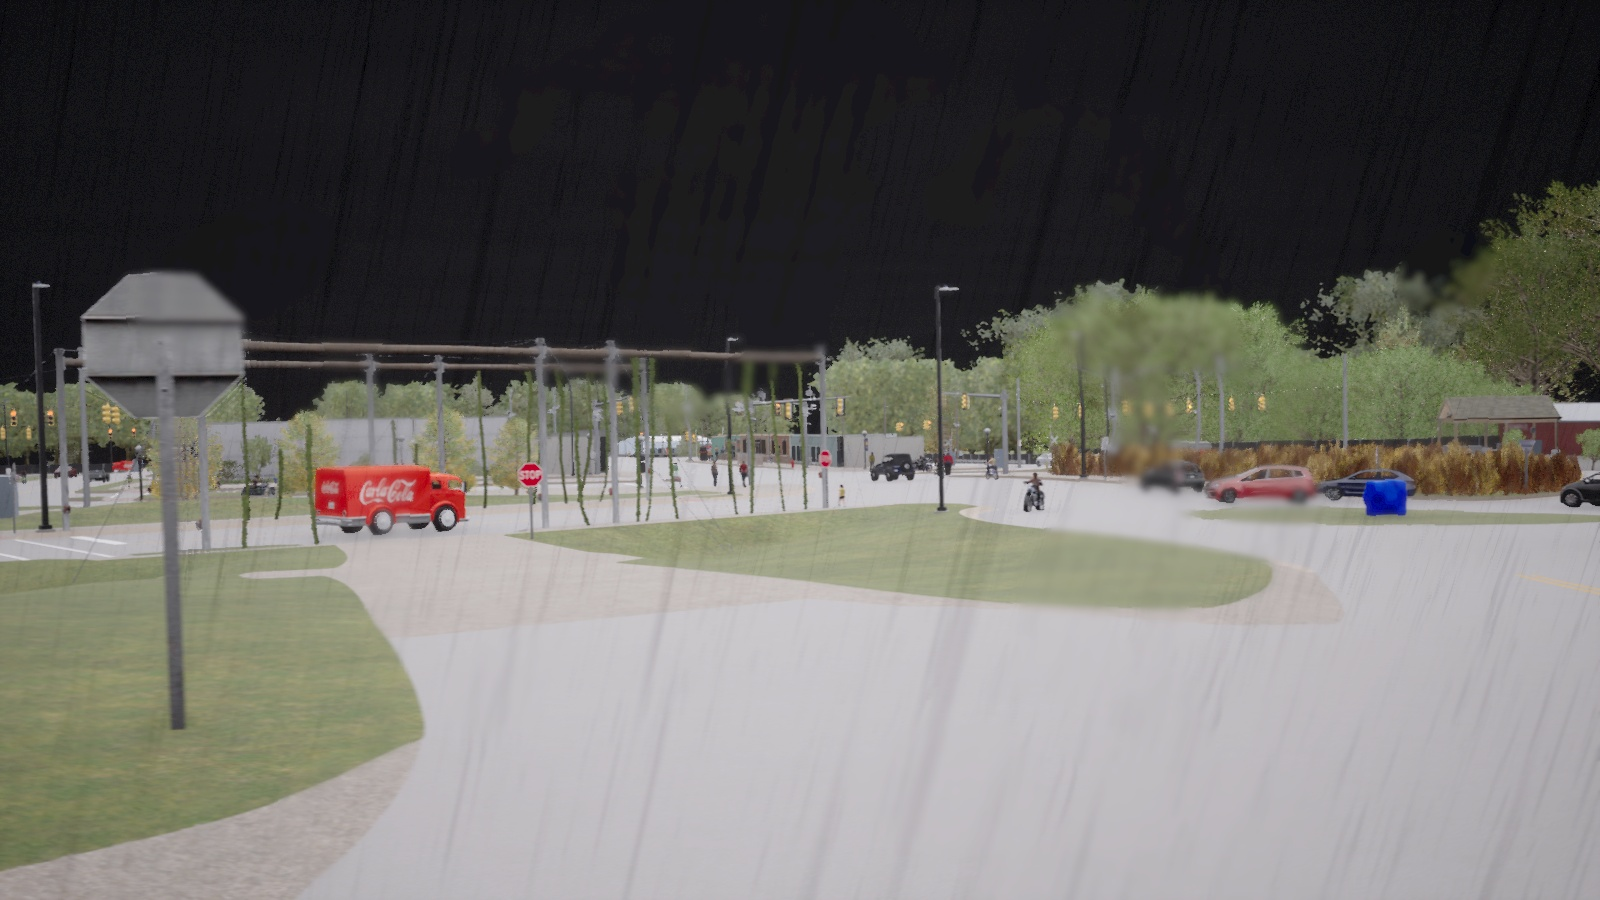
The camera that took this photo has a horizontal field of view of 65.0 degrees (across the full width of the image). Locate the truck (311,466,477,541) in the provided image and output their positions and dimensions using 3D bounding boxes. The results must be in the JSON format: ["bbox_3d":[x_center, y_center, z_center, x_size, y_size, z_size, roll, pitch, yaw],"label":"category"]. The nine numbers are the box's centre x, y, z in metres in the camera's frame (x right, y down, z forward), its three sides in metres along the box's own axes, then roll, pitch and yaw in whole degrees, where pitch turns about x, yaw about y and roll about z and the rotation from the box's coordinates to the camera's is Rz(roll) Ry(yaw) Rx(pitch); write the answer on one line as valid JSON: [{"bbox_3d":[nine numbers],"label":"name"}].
[{"bbox_3d":[-15.012,1.908,46.658,2.627,2.467,5.204,0,1,42],"label":"truck"}]

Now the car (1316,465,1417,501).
[{"bbox_3d":[26.138,1.508,57.987,4.193,1.474,1.816,1,2,26],"label":"car"}]

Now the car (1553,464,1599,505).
[{"bbox_3d":[33.302,1.398,51.346,1.851,1.617,3.988,-1,0,-21],"label":"car"}]

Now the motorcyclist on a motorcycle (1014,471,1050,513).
[{"bbox_3d":[9.472,1.684,51.158,0.766,1.649,2.350,0,0,28],"label":"motorcyclist on a motorcycle"}]

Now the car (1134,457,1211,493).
[{"bbox_3d":[19.106,1.261,64.585,1.851,1.617,3.988,-2,2,-17],"label":"car"}]

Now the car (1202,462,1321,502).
[{"bbox_3d":[20.449,1.399,55.867,4.611,1.667,2.242,-1,0,9],"label":"car"}]

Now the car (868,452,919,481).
[{"bbox_3d":[6.407,1.139,86.591,1.905,1.878,3.866,-2,0,-23],"label":"car"}]

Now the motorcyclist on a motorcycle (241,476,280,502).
[{"bbox_3d":[-36.534,2.634,85.063,2.350,1.649,0.766,-1,1,-26],"label":"motorcyclist on a motorcycle"}]

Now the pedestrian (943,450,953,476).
[{"bbox_3d":[10.835,0.963,91.948,0.634,1.844,0.899,-1,2,9],"label":"pedestrian"}]
